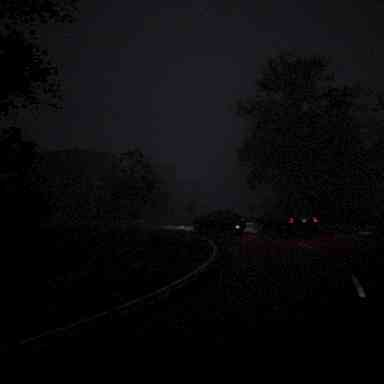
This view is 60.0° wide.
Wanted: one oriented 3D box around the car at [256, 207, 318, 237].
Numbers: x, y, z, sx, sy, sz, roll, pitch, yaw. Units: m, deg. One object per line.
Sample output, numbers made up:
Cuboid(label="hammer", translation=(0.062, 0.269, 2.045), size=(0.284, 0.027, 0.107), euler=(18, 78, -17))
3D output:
Cuboid(label="car", translation=(5.865, 1.745, 21.193), size=(2.097, 1.767, 4.553), euler=(-1, -1, -17))

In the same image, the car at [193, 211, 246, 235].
Cuboid(label="car", translation=(1.751, 2.040, 22.875), size=(2.128, 1.511, 4.902), euler=(-1, -2, -26))
